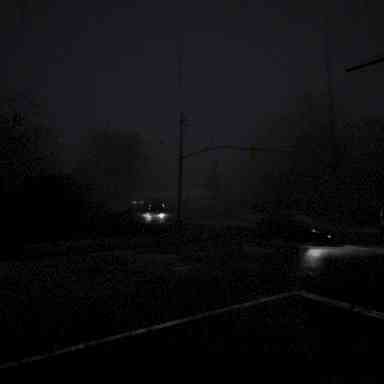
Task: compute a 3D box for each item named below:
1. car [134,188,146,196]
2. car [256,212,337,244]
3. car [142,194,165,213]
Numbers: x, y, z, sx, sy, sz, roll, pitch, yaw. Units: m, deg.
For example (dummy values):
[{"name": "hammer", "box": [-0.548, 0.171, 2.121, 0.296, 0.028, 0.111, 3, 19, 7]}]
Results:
[{"name": "car", "box": [-10.155, 0.202, 65.282, 2.150, 2.045, 5.566, 2, 2, -6]}, {"name": "car", "box": [5.399, 1.844, 17.831, 1.812, 1.442, 4.674, 2, -1, -29]}, {"name": "car", "box": [-4.692, 1.511, 40.547, 2.097, 1.767, 4.553, 2, 1, -18]}]
